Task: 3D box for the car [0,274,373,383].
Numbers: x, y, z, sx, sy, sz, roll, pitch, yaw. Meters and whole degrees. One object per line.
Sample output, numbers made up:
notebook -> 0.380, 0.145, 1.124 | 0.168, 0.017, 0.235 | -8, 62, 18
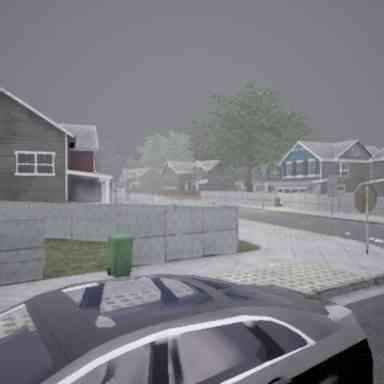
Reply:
car -> -0.708, 1.486, 2.299 | 4.902, 1.511, 2.128 | -1, 0, -34
